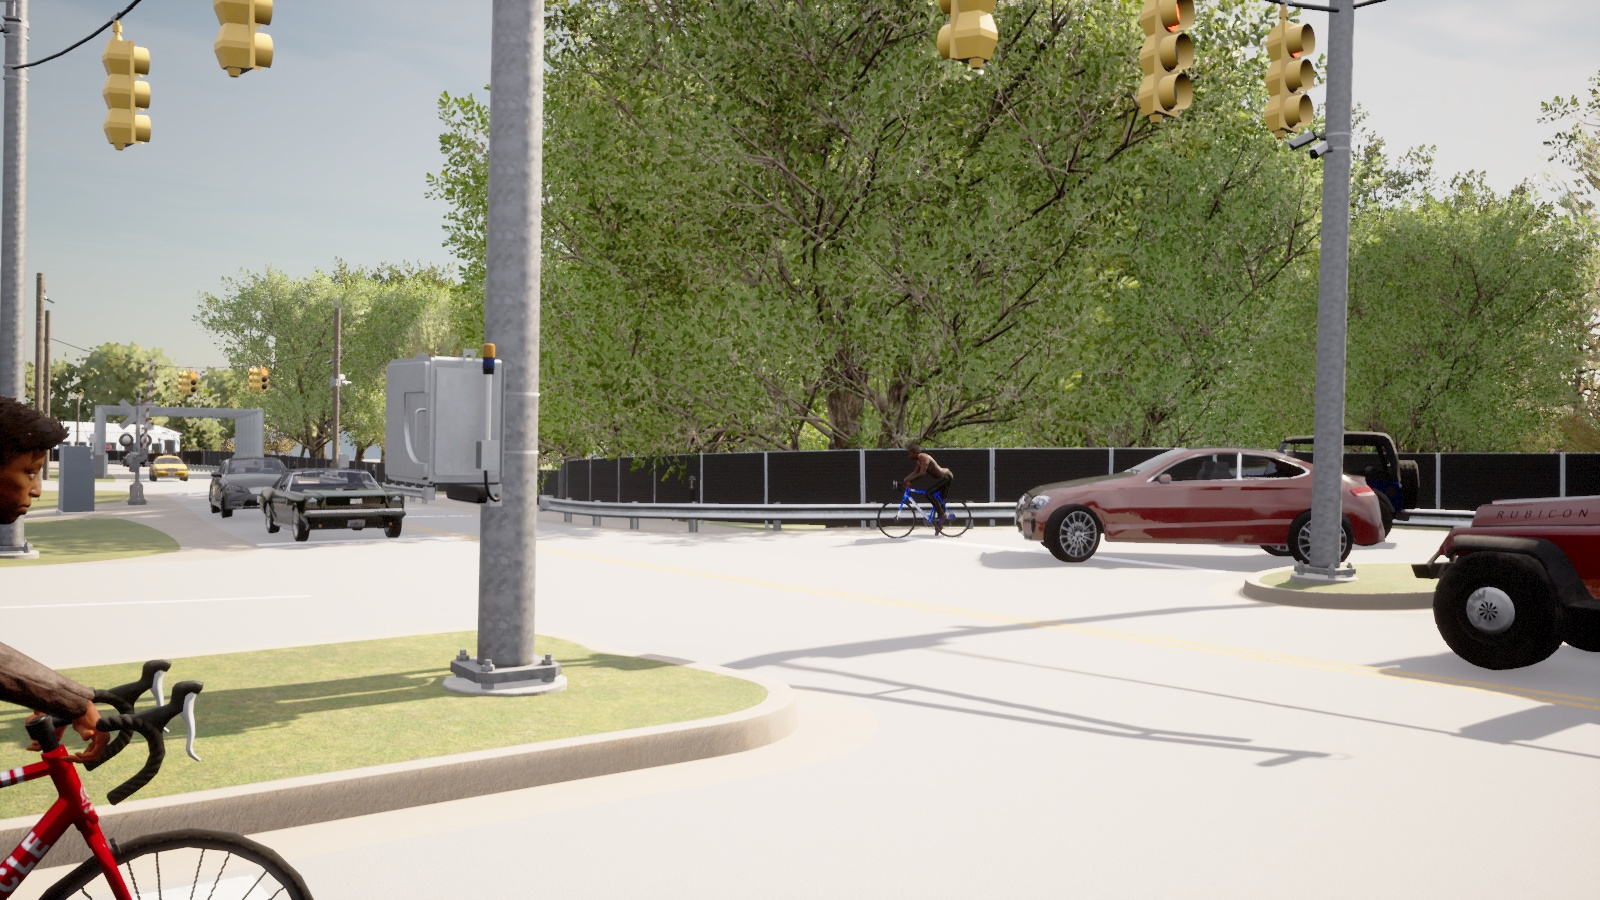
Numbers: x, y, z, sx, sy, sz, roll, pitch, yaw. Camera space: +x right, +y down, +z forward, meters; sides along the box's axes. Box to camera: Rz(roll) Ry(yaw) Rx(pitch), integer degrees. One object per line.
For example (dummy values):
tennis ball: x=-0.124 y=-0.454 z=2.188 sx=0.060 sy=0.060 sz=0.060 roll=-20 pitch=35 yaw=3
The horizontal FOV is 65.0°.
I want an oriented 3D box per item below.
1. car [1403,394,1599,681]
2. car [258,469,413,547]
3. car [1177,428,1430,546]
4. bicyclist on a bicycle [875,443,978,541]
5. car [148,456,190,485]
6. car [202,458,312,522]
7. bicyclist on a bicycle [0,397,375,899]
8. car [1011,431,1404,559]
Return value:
car: x=6.358 y=0.577 z=8.264 sx=1.905 sy=1.878 sz=3.866 roll=1 pitch=-1 yaw=-35
car: x=-9.039 y=1.041 z=24.175 sx=1.895 sy=1.301 sz=4.718 roll=0 pitch=0 yaw=-32
car: x=8.581 y=0.573 z=21.696 sx=3.866 sy=1.878 sz=1.905 roll=1 pitch=1 yaw=19
bicyclist on a bicycle: x=2.176 y=0.717 z=21.665 sx=1.656 sy=1.620 sz=0.582 roll=-1 pitch=1 yaw=-3
car: x=-36.322 y=1.140 z=72.202 sx=1.801 sy=1.575 sz=5.366 roll=0 pitch=0 yaw=-30
car: x=-14.216 y=0.966 z=32.715 sx=2.128 sy=1.511 sz=4.902 roll=0 pitch=0 yaw=-30
bicyclist on a bicycle: x=-1.752 y=0.713 z=2.437 sx=1.656 sy=1.620 sz=0.582 roll=0 pitch=0 yaw=-36
car: x=5.658 y=0.589 z=18.098 sx=5.027 sy=1.651 sz=2.152 roll=1 pitch=1 yaw=6
